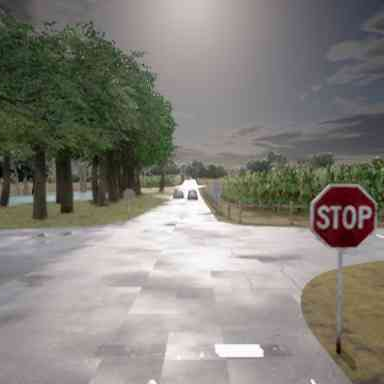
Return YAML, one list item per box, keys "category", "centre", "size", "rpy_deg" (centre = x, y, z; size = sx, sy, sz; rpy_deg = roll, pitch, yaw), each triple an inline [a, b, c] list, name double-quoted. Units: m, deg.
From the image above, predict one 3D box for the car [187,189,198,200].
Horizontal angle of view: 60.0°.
- category: "car"
  centre: [0.106, 0.730, 61.321]
  size: [1.994, 1.385, 4.181]
  rpy_deg: [0, 2, 0]

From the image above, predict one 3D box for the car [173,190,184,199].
- category: "car"
  centre: [-2.636, 0.392, 65.521]
  size: [2.097, 1.767, 4.553]
  rpy_deg: [0, 2, 0]

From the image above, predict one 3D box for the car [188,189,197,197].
- category: "car"
  centre: [0.124, 0.159, 71.308]
  size: [1.882, 1.535, 5.008]
  rpy_deg: [0, 2, 0]
